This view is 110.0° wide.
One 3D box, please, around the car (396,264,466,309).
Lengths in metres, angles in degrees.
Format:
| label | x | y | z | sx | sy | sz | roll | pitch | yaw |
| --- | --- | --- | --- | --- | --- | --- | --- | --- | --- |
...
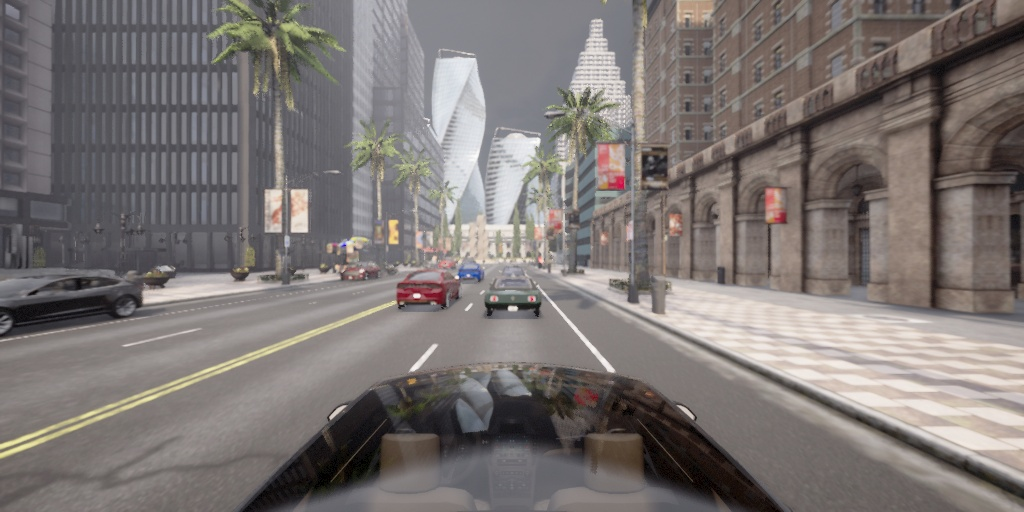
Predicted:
| label | x | y | z | sx | sy | sz | roll | pitch | yaw |
| --- | --- | --- | --- | --- | --- | --- | --- | --- | --- |
| car | -3.421 | 1.294 | 15.472 | 1.882 | 1.535 | 5.008 | 0 | 0 | 1 |

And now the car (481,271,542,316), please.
| label | x | y | z | sx | sy | sz | roll | pitch | yaw |
| --- | --- | --- | --- | --- | --- | --- | --- | --- | --- |
| car | 0.059 | 1.408 | 13.683 | 1.895 | 1.301 | 4.718 | 0 | 0 | 1 |

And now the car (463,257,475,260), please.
| label | x | y | z | sx | sy | sz | roll | pitch | yaw |
| --- | --- | --- | --- | --- | --- | --- | --- | --- | --- |
| car | -7.264 | 1.251 | 59.968 | 2.150 | 2.045 | 5.566 | 0 | 0 | 0 |

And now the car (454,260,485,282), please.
| label | x | y | z | sx | sy | sz | roll | pitch | yaw |
| --- | --- | --- | --- | --- | --- | --- | --- | --- | --- |
| car | -3.409 | 1.366 | 30.483 | 1.882 | 1.535 | 5.008 | 0 | 0 | 0 |

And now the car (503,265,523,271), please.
| label | x | y | z | sx | sy | sz | roll | pitch | yaw |
| --- | --- | --- | --- | --- | --- | --- | --- | --- | --- |
| car | 0.082 | 1.419 | 27.096 | 2.033 | 1.411 | 5.357 | 0 | 0 | 0 |

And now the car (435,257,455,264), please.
| label | x | y | z | sx | sy | sz | roll | pitch | yaw |
| --- | --- | --- | --- | --- | --- | --- | --- | --- | --- |
| car | -10.764 | 1.252 | 59.936 | 2.150 | 2.045 | 5.566 | 0 | 0 | 0 |
